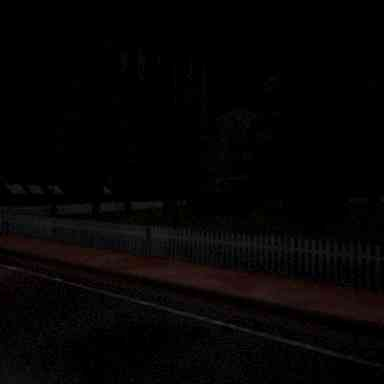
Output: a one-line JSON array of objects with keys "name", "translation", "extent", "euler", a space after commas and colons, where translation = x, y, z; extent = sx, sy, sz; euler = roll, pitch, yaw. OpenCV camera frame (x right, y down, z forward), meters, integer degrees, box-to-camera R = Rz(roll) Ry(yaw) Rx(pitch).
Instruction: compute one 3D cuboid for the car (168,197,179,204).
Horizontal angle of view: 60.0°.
[{"name": "car", "translation": [-4.239, 1.432, 63.340], "extent": [1.837, 1.490, 4.892], "euler": [0, 0, 34]}]
